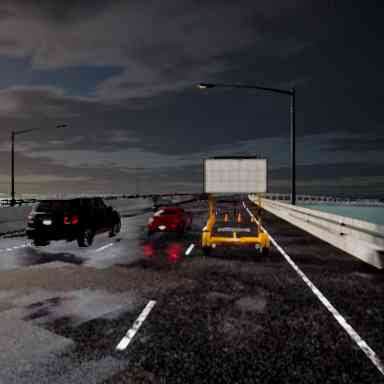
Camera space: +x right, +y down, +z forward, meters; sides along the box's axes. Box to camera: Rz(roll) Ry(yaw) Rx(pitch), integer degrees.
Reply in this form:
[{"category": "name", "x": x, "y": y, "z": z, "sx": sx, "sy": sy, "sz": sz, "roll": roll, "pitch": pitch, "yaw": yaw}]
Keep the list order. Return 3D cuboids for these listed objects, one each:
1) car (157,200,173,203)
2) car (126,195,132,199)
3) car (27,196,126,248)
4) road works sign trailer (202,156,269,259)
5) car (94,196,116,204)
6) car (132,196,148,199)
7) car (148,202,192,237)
[{"category": "car", "x": -2.722, "y": 1.534, "z": 34.129, "sx": 2.033, "sy": 1.411, "sz": 5.357, "roll": 0, "pitch": 0, "yaw": 7}, {"category": "car", "x": -12.645, "y": 1.467, "z": 67.219, "sx": 1.837, "sy": 1.490, "sz": 4.892, "roll": 0, "pitch": 1, "yaw": 8}, {"category": "car", "x": -5.033, "y": 1.216, "z": 14.968, "sx": 2.150, "sy": 2.045, "sz": 5.566, "roll": 0, "pitch": 0, "yaw": 7}, {"category": "road works sign trailer", "x": 1.632, "y": 0.460, "z": 12.622, "sx": 2.380, "sy": 3.560, "sz": 2.880, "roll": 0, "pitch": 0, "yaw": 7}, {"category": "car", "x": -16.647, "y": 1.519, "z": 63.877, "sx": 2.033, "sy": 1.411, "sz": 5.357, "roll": 0, "pitch": 0, "yaw": 8}, {"category": "car", "x": -9.523, "y": 1.494, "z": 64.442, "sx": 1.812, "sy": 1.442, "sz": 4.674, "roll": 0, "pitch": 0, "yaw": 8}, {"category": "car", "x": -1.136, "y": 1.519, "z": 18.121, "sx": 1.812, "sy": 1.442, "sz": 4.674, "roll": 0, "pitch": 0, "yaw": 7}]
